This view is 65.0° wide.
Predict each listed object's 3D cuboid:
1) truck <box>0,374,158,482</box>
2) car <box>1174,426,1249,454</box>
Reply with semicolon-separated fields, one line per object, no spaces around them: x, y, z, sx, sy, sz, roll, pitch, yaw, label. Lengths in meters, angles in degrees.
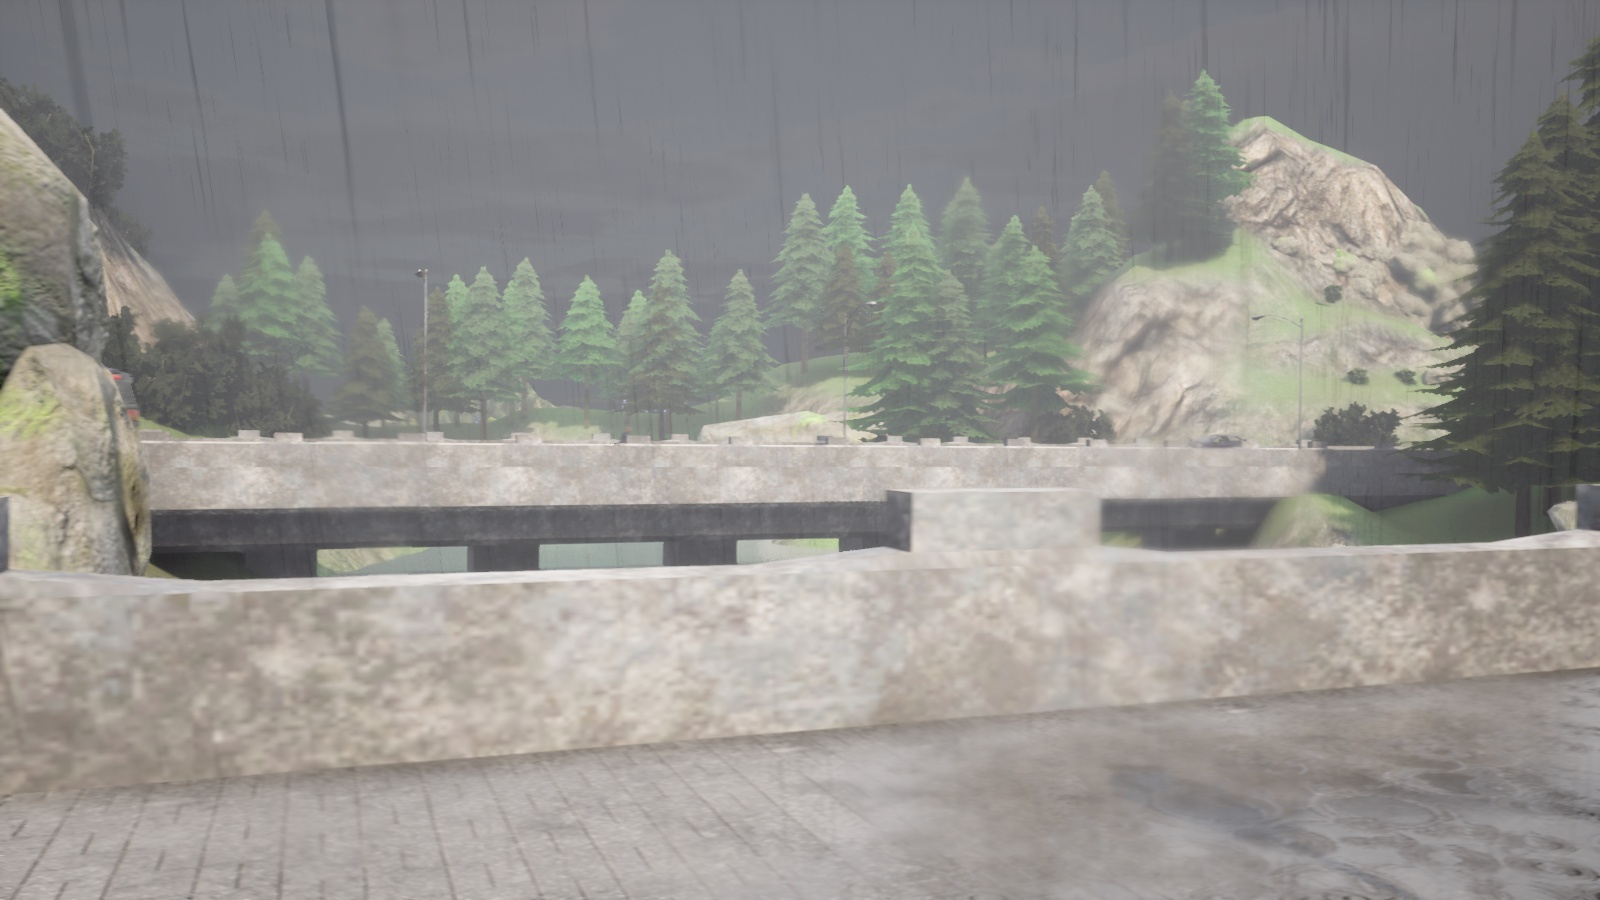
-28.404;-0.807;45.917;8.468;3.827;2.891;-1;1;-21;truck
22.838;-0.569;69.706;3.633;1.501;1.845;-1;1;-21;car
